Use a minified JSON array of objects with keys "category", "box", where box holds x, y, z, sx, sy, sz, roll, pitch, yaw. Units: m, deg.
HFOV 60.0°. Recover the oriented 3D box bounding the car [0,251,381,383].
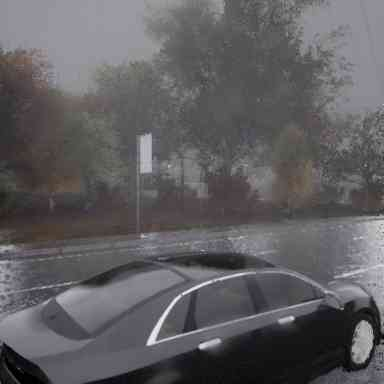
[{"category":"car","box":[0.413,1.503,4.041,4.892,1.490,1.837,0,0,-35]}]
